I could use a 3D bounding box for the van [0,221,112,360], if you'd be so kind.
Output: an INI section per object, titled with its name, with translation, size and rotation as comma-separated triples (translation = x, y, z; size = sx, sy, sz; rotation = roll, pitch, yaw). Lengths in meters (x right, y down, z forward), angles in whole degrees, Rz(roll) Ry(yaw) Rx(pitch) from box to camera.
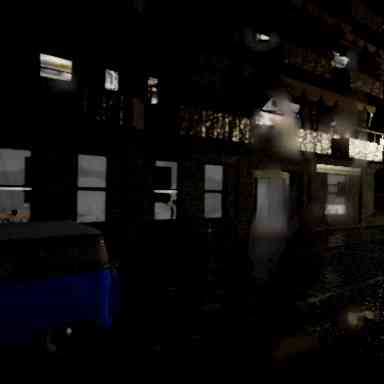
[van]
translation = -3.072, 1.342, 4.347
size = 3.998, 1.788, 1.690
rotation = 0, 1, -35
